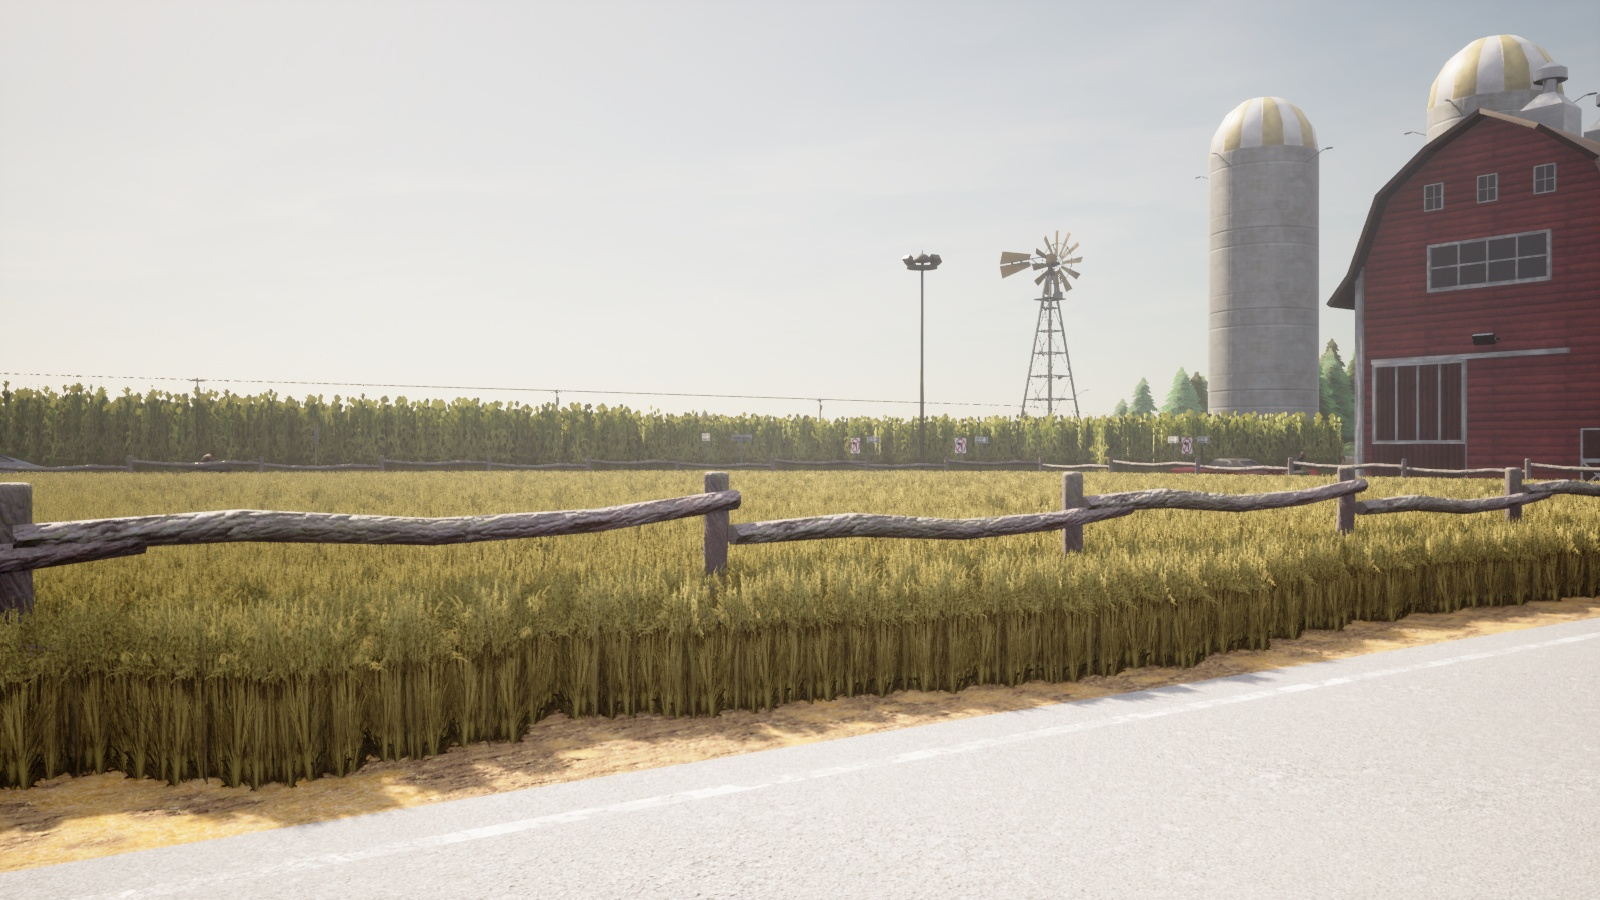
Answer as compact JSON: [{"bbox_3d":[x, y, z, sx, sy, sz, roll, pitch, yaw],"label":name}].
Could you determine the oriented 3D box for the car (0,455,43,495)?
[{"bbox_3d":[-28.741,0.862,43.515,4.181,1.385,1.994,1,0,-34],"label":"car"}]

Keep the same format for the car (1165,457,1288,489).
[{"bbox_3d":[18.255,0.938,53.969,1.895,1.301,4.718,0,0,-38],"label":"car"}]

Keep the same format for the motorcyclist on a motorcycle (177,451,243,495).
[{"bbox_3d":[-21.128,0.819,44.985,2.044,1.523,0.797,0,0,-34],"label":"motorcyclist on a motorcycle"}]
